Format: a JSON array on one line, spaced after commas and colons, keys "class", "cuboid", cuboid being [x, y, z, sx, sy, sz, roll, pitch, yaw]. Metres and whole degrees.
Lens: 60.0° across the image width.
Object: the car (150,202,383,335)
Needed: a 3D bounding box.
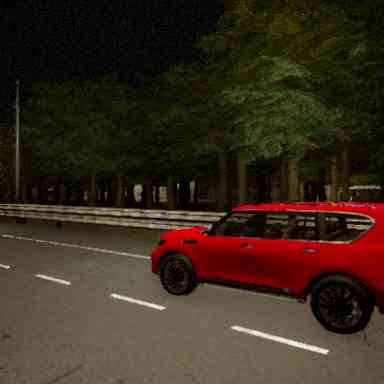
[{"class": "car", "cuboid": [1.678, 1.223, 6.968, 5.566, 2.045, 2.150, 0, 0, 36]}]
